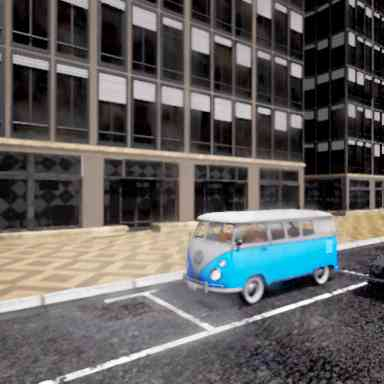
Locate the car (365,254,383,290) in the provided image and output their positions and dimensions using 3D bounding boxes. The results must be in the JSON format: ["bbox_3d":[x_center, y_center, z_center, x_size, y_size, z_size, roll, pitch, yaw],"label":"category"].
[{"bbox_3d":[6.279,1.528,7.856,5.357,1.411,2.033,0,0,-35],"label":"car"}]

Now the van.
[{"bbox_3d":[1.723,1.330,7.789,3.998,1.788,1.690,0,0,-36],"label":"van"}]
